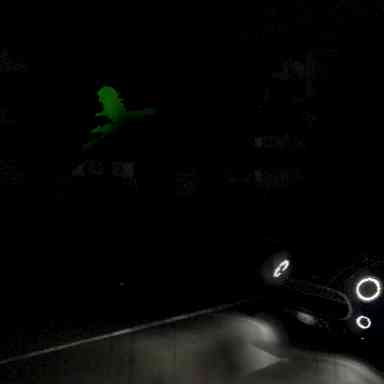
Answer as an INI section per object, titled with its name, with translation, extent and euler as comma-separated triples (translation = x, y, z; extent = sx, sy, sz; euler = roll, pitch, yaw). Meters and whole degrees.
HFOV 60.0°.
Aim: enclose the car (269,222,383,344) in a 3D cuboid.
[car]
translation = 3.635, 1.423, 6.553
extent = 4.553, 1.767, 2.097
euler = 1, 0, -35
